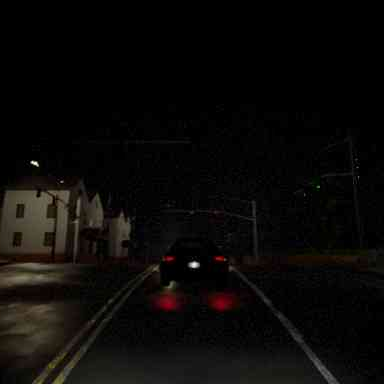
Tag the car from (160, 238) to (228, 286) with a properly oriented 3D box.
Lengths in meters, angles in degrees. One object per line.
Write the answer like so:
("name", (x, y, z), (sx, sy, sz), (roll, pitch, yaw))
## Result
("car", (0.073, 2.218, 11.021), (1.994, 1.385, 4.181), (0, -8, 0))
